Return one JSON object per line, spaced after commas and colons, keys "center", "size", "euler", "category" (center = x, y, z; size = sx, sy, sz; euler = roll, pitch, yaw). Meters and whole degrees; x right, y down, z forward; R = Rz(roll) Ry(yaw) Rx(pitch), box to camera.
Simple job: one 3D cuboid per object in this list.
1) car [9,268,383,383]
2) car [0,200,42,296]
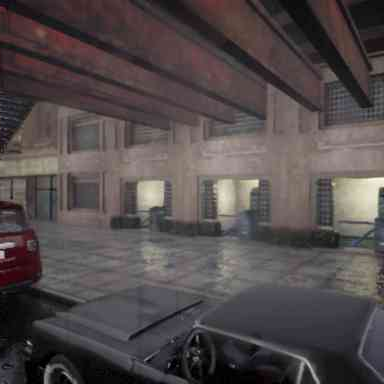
{"center": [0.518, 1.588, 3.065], "size": [4.718, 1.301, 1.895], "euler": [0, 0, 34], "category": "car"}
{"center": [-5.579, 1.175, 7.247], "size": [5.566, 2.045, 2.435], "euler": [0, 0, 34], "category": "car"}
